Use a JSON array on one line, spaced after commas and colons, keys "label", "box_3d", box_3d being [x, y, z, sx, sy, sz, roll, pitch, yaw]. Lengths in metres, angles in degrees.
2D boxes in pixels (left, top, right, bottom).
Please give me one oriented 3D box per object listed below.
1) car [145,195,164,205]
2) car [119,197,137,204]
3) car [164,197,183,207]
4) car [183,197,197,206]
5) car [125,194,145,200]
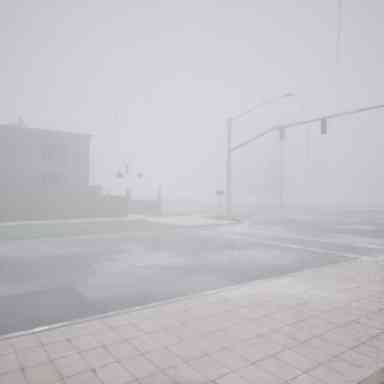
[{"label": "car", "box_3d": [-7.017, 1.658, 54.091, 1.837, 1.490, 4.892, 0, 0, -36]}, {"label": "car", "box_3d": [-13.175, 1.696, 68.612, 1.812, 1.442, 4.674, 0, 0, -36]}, {"label": "car", "box_3d": [-4.164, 1.667, 56.129, 2.128, 1.511, 4.902, 0, 0, -36]}, {"label": "car", "box_3d": [-1.136, 1.673, 57.930, 1.882, 1.535, 5.008, 0, -1, -36]}, {"label": "car", "box_3d": [-9.770, 1.484, 51.924, 2.097, 1.767, 4.553, 0, 0, -36]}]
